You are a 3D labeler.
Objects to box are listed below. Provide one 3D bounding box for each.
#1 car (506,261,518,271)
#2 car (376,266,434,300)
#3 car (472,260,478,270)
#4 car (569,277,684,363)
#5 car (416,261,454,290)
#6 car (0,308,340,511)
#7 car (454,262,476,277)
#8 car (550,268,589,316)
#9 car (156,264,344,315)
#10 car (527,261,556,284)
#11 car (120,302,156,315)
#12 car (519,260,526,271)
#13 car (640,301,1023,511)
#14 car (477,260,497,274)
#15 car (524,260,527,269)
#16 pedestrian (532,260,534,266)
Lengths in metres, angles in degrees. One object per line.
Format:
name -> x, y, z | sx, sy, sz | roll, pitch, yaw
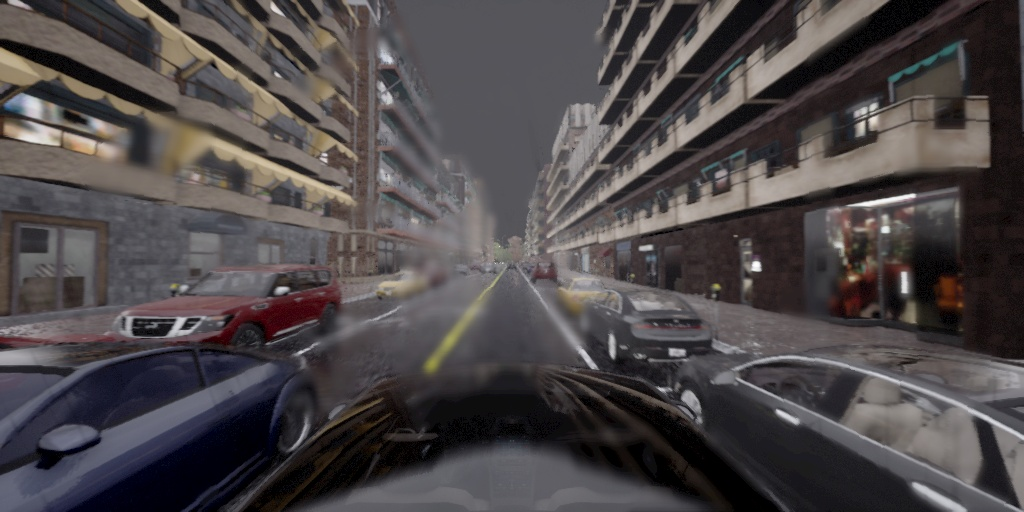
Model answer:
car -> 0.005, 1.829, 64.468 | 1.837, 1.490, 4.892 | 0, -1, 0
car -> -5.688, 1.434, 19.021 | 1.751, 1.417, 4.829 | 0, 0, 0
car -> -5.684, 1.582, 58.164 | 2.192, 1.841, 5.009 | 0, 0, 0
car -> 2.693, 1.356, 8.021 | 2.007, 1.370, 4.403 | 0, 0, 0
car -> -5.687, 1.274, 24.759 | 2.192, 1.841, 5.009 | 0, 0, 0
car -> -3.094, 1.320, 2.206 | 1.994, 1.385, 4.181 | 0, -1, 0
car -> -5.685, 1.678, 41.462 | 1.948, 1.339, 4.313 | 0, 0, 0
car -> 2.693, 1.381, 13.759 | 1.751, 1.417, 4.829 | 0, 0, 0
car -> -5.688, 1.123, 8.056 | 2.192, 1.841, 5.009 | 0, 0, 0
car -> 2.695, 1.322, 30.292 | 2.192, 1.841, 5.009 | 0, 0, 0
car -> -5.689, 1.304, 2.488 | 1.888, 1.381, 4.507 | 0, 0, 0
car -> 2.697, 1.882, 63.698 | 1.948, 1.339, 4.313 | 0, 0, 0
car -> 2.692, 1.306, 2.454 | 2.007, 1.370, 4.403 | 0, 0, 0
car -> -3.069, 1.663, 47.926 | 2.128, 1.511, 4.902 | 0, -1, 0
car -> 3.004, 1.712, 49.704 | 1.812, 1.442, 4.674 | 0, -1, 0
pedestrian -> 3.004, 1.506, 52.555 | 0.375, 1.860, 0.375 | 1, -1, -3
